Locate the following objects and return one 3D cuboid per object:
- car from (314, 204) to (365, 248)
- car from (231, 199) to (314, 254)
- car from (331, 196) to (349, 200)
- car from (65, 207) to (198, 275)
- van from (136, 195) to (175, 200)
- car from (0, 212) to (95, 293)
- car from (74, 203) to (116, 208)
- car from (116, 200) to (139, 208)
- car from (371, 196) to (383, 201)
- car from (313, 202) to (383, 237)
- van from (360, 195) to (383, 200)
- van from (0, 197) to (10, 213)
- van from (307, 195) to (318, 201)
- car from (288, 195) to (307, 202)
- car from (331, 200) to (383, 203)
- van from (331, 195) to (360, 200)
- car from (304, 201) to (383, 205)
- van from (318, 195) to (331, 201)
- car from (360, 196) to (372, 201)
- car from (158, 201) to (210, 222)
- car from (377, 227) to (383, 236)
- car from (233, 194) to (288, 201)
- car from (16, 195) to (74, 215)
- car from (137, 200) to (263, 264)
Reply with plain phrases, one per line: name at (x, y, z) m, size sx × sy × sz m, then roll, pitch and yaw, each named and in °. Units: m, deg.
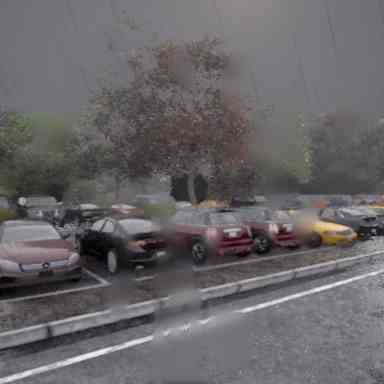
car at (4.684, 1.488, 15.320) m, size 1.946 × 1.575 × 5.366 m, roll 0°, pitch 0°, yaw -35°
car at (2.332, 1.357, 13.837) m, size 2.185 × 1.767 × 4.553 m, roll 0°, pitch 0°, yaw -35°
car at (15.145, 1.553, 39.045) m, size 2.097 × 1.535 × 5.008 m, roll 0°, pitch 0°, yaw -35°
car at (-2.208, 1.467, 10.639) m, size 2.097 × 1.535 × 5.008 m, roll 0°, pitch 0°, yaw -35°
van at (-3.080, 1.263, 26.219) m, size 1.878 × 1.987 × 4.442 m, roll 0°, pitch 0°, yaw -35°
car at (-4.475, 1.499, 9.037) m, size 2.002 × 1.452 × 4.674 m, roll 0°, pitch 0°, yaw -35°
car at (-7.423, 1.473, 22.980) m, size 2.097 × 1.535 × 5.008 m, roll 0°, pitch 0°, yaw -35°
car at (-5.167, 1.521, 24.589) m, size 2.002 × 1.452 × 4.674 m, roll 0°, pitch 0°, yaw -35°
car at (21.795, 1.626, 43.803) m, size 2.163 × 1.488 × 4.792 m, roll 1°, pitch 0°, yaw -35°
car at (6.842, 1.500, 17.075) m, size 2.231 × 1.521 × 4.892 m, roll 0°, pitch 0°, yaw -35°
van at (24.004, 1.397, 45.482) m, size 1.878 × 1.987 × 4.442 m, roll 1°, pitch 0°, yaw -35°
van at (-12.110, 1.231, 19.797) m, size 1.878 × 1.987 × 4.442 m, roll 0°, pitch 0°, yaw -35°
van at (10.702, 1.311, 35.735) m, size 1.878 × 1.987 × 4.442 m, roll 0°, pitch 0°, yaw -35°
car at (8.394, 1.278, 34.202) m, size 2.435 × 2.045 × 5.566 m, roll 0°, pitch 0°, yaw -35°
car at (11.471, 1.511, 20.147) m, size 1.946 × 1.575 × 5.366 m, roll 0°, pitch 0°, yaw -35°
van at (17.482, 1.338, 40.568) m, size 1.878 × 1.987 × 4.442 m, roll 0°, pitch 0°, yaw -36°
car at (9.097, 1.508, 18.694) m, size 2.231 × 1.521 × 4.892 m, roll 0°, pitch 0°, yaw -35°
van at (12.824, 1.319, 37.531) m, size 1.878 × 1.987 × 4.442 m, roll 0°, pitch 0°, yaw -35°
car at (19.644, 1.607, 42.274) m, size 2.163 × 1.488 × 4.792 m, roll 0°, pitch 0°, yaw -35°
car at (-0.757, 1.537, 27.732) m, size 2.002 × 1.452 × 4.674 m, roll 0°, pitch 0°, yaw -35°
car at (7.028, 1.588, 8.701) m, size 4.718 × 1.301 × 1.895 m, roll 0°, pitch 0°, yaw -36°
car at (6.136, 1.270, 32.596) m, size 2.435 × 2.045 × 5.566 m, roll 0°, pitch 0°, yaw -35°
car at (-9.768, 1.214, 21.284) m, size 2.435 × 2.045 × 5.566 m, roll 0°, pitch 0°, yaw -35°
car at (0.070, 1.349, 12.228) m, size 2.185 × 1.767 × 4.553 m, roll 0°, pitch 0°, yaw -35°
